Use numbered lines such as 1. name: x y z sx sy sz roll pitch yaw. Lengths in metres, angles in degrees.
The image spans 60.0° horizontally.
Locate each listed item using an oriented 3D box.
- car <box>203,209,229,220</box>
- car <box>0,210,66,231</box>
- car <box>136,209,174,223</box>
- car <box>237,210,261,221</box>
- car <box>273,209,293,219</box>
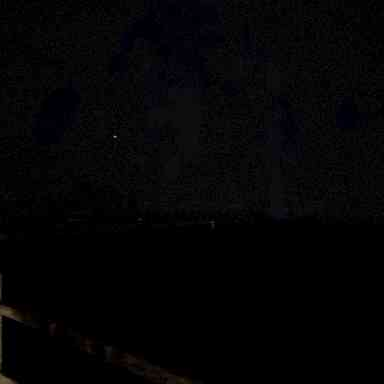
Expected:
1. car: 3.448 3.170 46.191 1.837 1.490 4.892 0 -3 36
2. car: -11.797 2.089 24.915 2.128 1.511 4.902 0 -2 36
3. car: -3.937 2.631 35.902 2.128 1.511 4.902 0 -2 36
4. car: 8.320 3.333 47.981 2.128 1.511 4.902 0 -3 36
5. car: 16.233 3.779 59.066 2.097 1.767 4.553 0 -3 38
